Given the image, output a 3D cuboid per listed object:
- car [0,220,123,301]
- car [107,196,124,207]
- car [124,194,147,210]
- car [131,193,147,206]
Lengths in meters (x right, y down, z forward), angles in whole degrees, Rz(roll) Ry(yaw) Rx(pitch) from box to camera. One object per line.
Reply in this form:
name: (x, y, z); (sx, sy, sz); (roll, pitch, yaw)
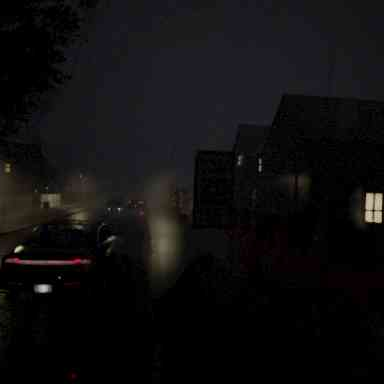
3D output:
car: (-2.823, 1.420, 8.093); (2.128, 1.511, 4.902); (2, 0, -7)
car: (-9.720, 1.197, 42.724); (1.994, 1.385, 4.181); (2, 0, -7)
car: (-6.433, 1.283, 38.885); (1.812, 1.442, 4.674); (2, 0, -6)
car: (-7.639, 1.067, 48.608); (2.097, 1.767, 4.553); (2, 0, -7)
